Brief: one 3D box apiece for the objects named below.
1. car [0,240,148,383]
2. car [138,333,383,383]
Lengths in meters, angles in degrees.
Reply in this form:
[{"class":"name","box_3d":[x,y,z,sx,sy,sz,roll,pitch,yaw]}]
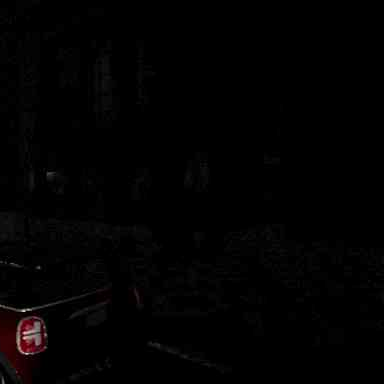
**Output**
[{"class":"car","box_3d":[-2.646,1.431,4.848,4.097,1.590,1.967,0,0,36]},{"class":"car","box_3d":[1.913,1.584,1.596,4.206,1.307,1.802,0,0,36]}]
